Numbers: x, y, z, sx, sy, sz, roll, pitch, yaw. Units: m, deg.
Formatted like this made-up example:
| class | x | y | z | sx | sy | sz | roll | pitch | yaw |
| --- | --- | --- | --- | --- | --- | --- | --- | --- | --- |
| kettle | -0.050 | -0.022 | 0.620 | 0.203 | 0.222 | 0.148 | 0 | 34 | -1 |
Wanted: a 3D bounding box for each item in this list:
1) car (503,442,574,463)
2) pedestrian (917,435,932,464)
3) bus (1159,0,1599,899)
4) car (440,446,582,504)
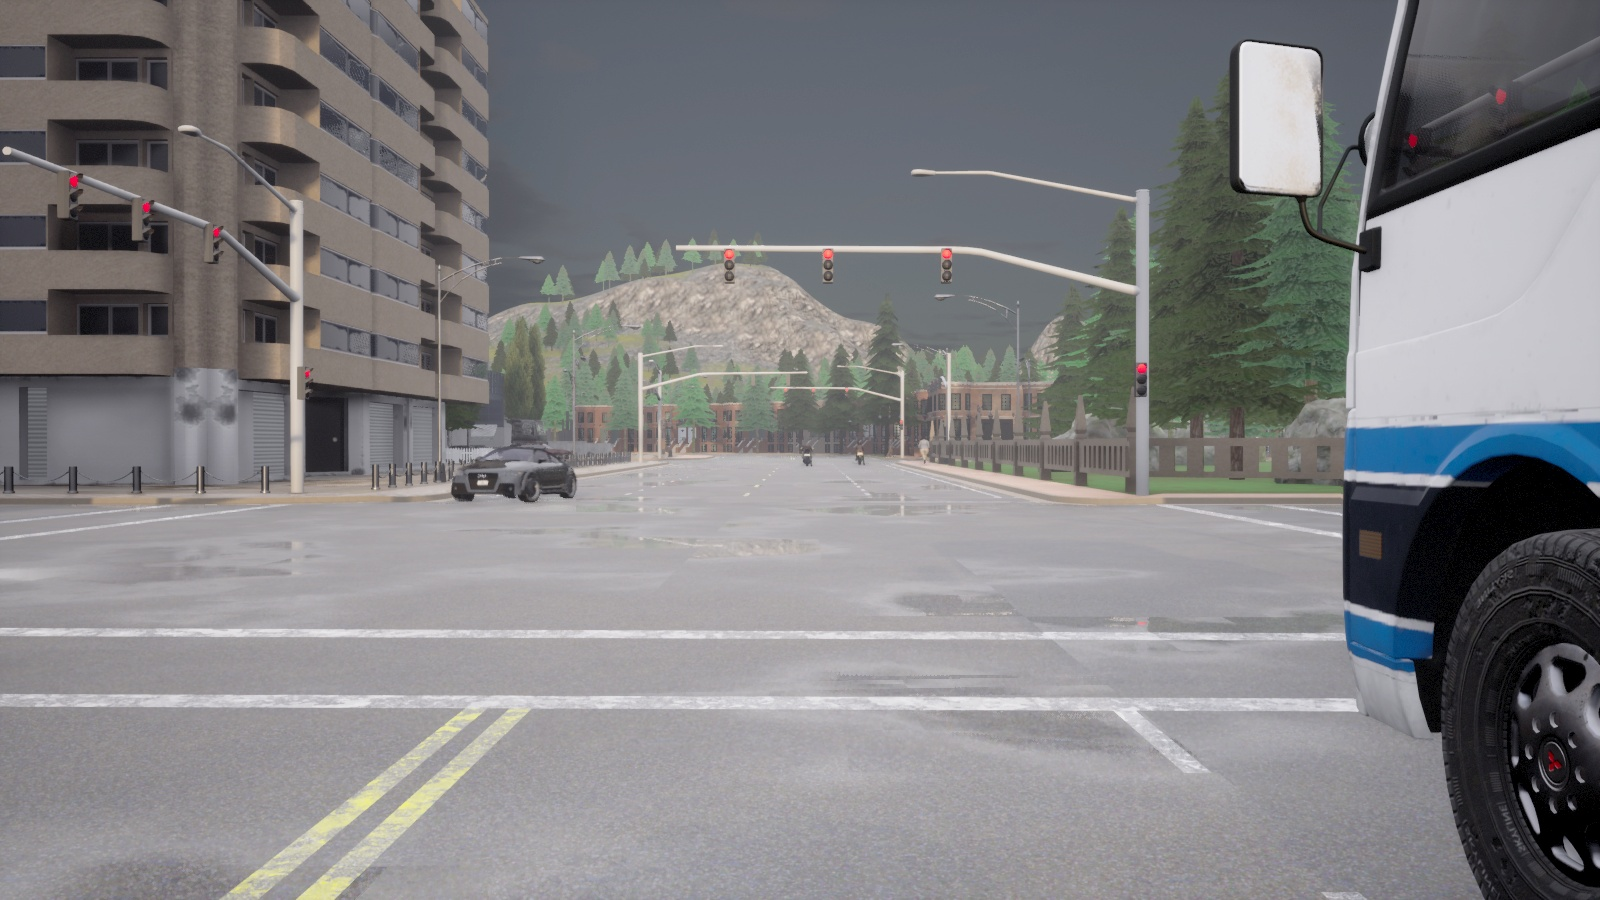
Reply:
| class | x | y | z | sx | sy | sz | roll | pitch | yaw |
| --- | --- | --- | --- | --- | --- | --- | --- | --- | --- |
| car | -19.808 | 0.170 | 95.341 | 5.008 | 1.535 | 1.882 | 0 | 0 | 0 |
| pedestrian | 7.960 | -0.042 | 80.354 | 0.874 | 1.855 | 0.900 | 0 | 0 | 1 |
| bus | 3.518 | -0.629 | 0.347 | 3.944 | 4.253 | 10.273 | 0 | 0 | 0 |
| car | -7.337 | 0.609 | 32.364 | 1.994 | 1.385 | 4.181 | 0 | 0 | 12 |
